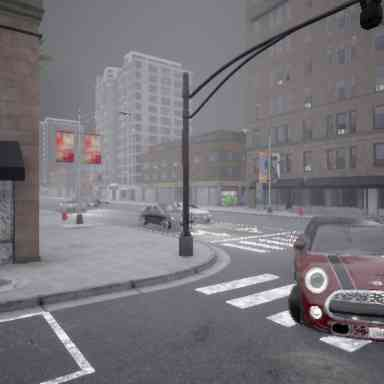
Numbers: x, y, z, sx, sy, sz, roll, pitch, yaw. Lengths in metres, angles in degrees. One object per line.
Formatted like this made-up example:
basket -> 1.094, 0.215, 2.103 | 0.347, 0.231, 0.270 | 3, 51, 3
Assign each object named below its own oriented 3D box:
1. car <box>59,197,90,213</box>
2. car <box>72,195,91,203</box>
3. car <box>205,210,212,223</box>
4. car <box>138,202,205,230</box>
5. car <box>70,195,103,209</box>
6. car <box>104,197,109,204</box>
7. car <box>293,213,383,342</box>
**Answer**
car -> -13.312, 1.548, 37.034 | 1.895, 1.301, 4.718 | 0, 0, -36
car -> -22.086, 1.436, 66.170 | 2.033, 1.411, 5.357 | 0, 0, -36
car -> -0.478, 1.495, 24.826 | 1.812, 1.442, 4.674 | 0, 0, -36
car -> -1.695, 1.468, 20.928 | 2.128, 1.511, 4.902 | 0, 0, -36
car -> -13.747, 1.427, 43.220 | 2.128, 1.511, 4.902 | 0, 0, -36
car -> -16.184, 1.507, 57.994 | 1.895, 1.301, 4.718 | 0, 0, -36
car -> 3.204, 1.354, 6.737 | 2.097, 1.767, 4.553 | -1, 0, 16
